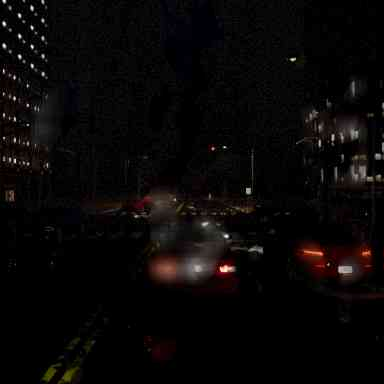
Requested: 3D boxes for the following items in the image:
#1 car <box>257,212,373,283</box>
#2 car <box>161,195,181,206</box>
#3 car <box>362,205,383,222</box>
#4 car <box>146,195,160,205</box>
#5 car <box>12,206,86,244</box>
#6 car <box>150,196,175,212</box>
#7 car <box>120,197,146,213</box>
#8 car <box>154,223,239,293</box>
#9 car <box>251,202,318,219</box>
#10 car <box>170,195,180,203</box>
[{"bbox_3d":[3.330,1.522,9.537,1.812,1.442,4.674,0,0,0],"label":"car"},{"bbox_3d":[-3.456,1.287,54.973,2.097,1.767,4.553,0,0,0],"label":"car"},{"bbox_3d":[16.065,1.616,26.841,4.181,1.385,1.994,0,0,1],"label":"car"},{"bbox_3d":[-6.703,1.418,53.040,1.882,1.535,5.008,0,0,0],"label":"car"},{"bbox_3d":[-6.631,1.470,15.980,1.882,1.535,5.008,0,0,0],"label":"car"},{"bbox_3d":[-3.317,1.517,37.840,2.033,1.411,5.357,0,0,-2],"label":"car"},{"bbox_3d":[-6.673,1.448,37.089,1.882,1.535,5.008,0,0,0],"label":"car"},{"bbox_3d":[0.081,1.544,8.951,2.033,1.411,5.357,0,0,0],"label":"car"},{"bbox_3d":[6.801,1.522,24.322,4.902,1.511,2.128,0,1,15],"label":"car"},{"bbox_3d":[-3.476,1.405,69.276,1.837,1.490,4.892,0,0,-1],"label":"car"}]
